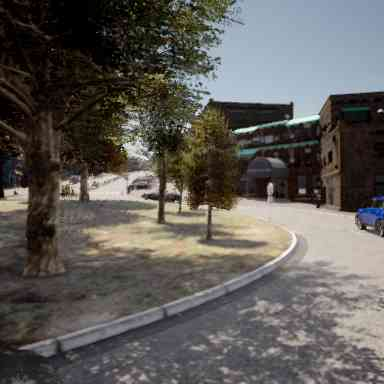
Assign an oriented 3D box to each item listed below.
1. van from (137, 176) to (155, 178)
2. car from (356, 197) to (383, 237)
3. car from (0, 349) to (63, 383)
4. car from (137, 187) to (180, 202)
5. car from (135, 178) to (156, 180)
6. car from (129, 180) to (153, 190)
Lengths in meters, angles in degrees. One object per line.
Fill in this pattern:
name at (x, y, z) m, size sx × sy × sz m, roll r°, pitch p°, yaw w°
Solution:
van at (-11.758, -2.314, 80.451) m, size 4.442 × 1.987 × 1.878 m, roll -1°, pitch 5°, yaw -25°
car at (10.890, 1.279, 18.287) m, size 2.150 × 2.045 × 5.566 m, roll 0°, pitch 0°, yaw 10°
car at (-3.198, 1.583, 1.270) m, size 5.357 × 1.411 × 2.033 m, roll 0°, pitch 0°, yaw -33°
car at (-4.074, 0.518, 42.984) m, size 5.357 × 1.411 × 2.033 m, roll 3°, pitch 1°, yaw 31°
car at (-11.747, -1.818, 77.316) m, size 5.366 × 1.575 × 1.946 m, roll -1°, pitch 6°, yaw -25°
car at (-11.018, -1.283, 71.358) m, size 4.892 × 1.521 × 2.231 m, roll -1°, pitch 5°, yaw -25°
